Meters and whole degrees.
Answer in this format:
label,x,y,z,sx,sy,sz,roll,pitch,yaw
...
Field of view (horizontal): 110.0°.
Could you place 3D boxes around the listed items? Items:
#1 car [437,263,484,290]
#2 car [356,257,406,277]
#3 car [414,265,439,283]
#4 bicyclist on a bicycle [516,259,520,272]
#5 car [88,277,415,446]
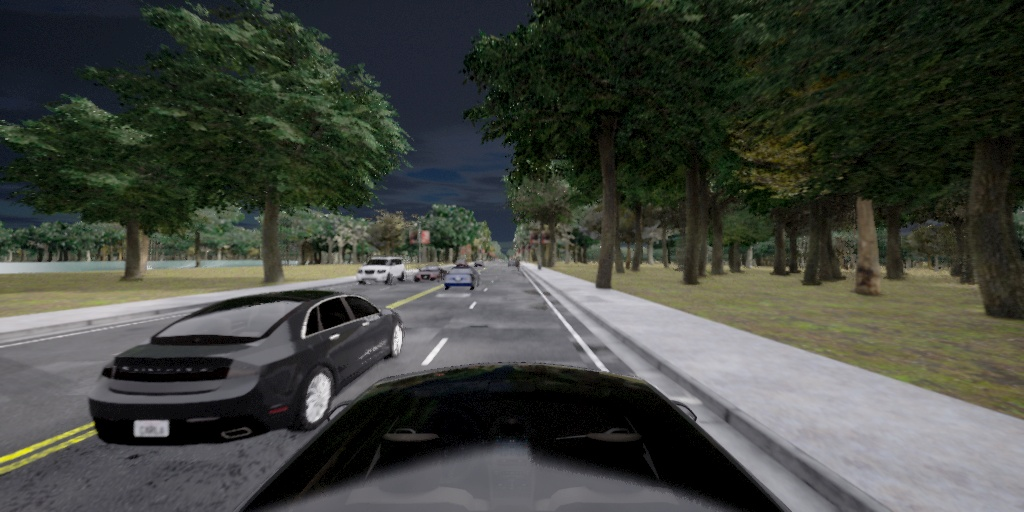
label,x,y,z,sx,sy,sz,roll,pitch,yaw
car,-3.147,1.388,23.352,2.033,1.411,5.357,0,0,0
car,-9.842,1.082,27.453,2.150,2.045,5.566,0,0,0
car,-6.588,1.433,29.287,1.994,1.385,4.181,0,0,0
bicyclist on a bicycle,0.906,1.421,50.337,0.582,1.620,1.656,0,-1,0
car,-3.151,1.270,5.559,1.837,1.490,4.892,0,0,0
